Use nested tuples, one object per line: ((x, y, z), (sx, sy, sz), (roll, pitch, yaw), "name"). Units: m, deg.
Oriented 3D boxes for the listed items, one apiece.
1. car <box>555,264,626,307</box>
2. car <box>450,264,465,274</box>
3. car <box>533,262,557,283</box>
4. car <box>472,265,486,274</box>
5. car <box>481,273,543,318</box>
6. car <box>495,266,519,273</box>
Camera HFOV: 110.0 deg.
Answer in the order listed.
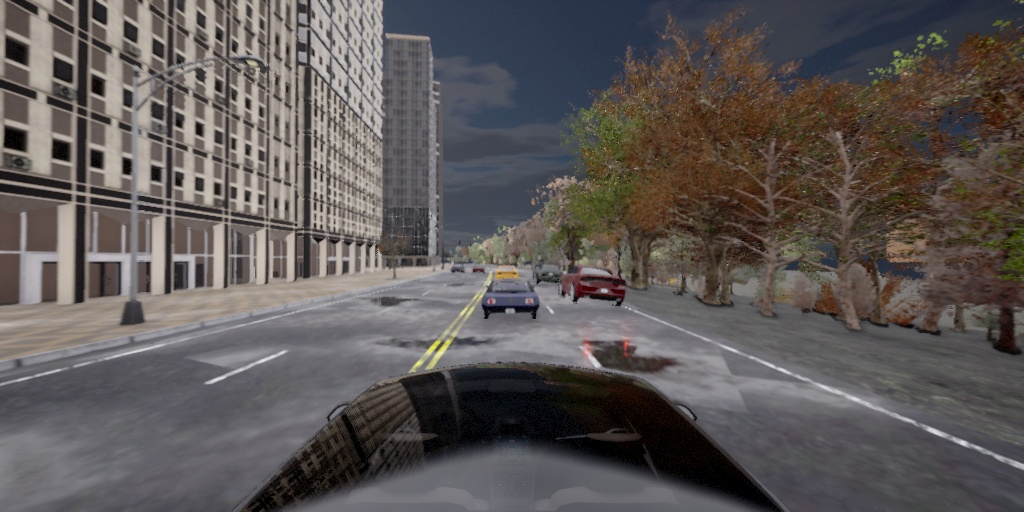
((3.264, 1.145, 15.227), (1.882, 1.535, 5.008), (6, -1, -1), "car")
((-8.156, 1.916, 54.275), (2.033, 1.411, 5.357), (0, -1, -3), "car")
((2.902, 1.257, 29.104), (2.097, 1.767, 4.553), (6, 3, -1), "car")
((-4.766, 1.936, 51.569), (1.895, 1.301, 4.718), (0, -1, -3), "car")
((-0.061, 1.489, 13.592), (1.895, 1.301, 4.718), (0, -1, 0), "car")
((-0.445, 1.562, 30.404), (1.882, 1.535, 5.008), (0, 0, -1), "car")
